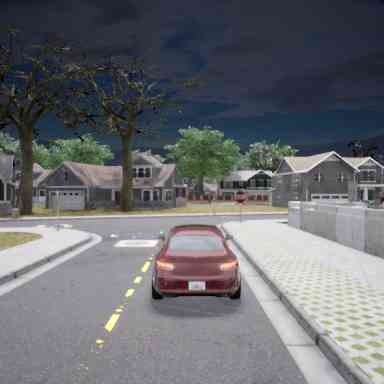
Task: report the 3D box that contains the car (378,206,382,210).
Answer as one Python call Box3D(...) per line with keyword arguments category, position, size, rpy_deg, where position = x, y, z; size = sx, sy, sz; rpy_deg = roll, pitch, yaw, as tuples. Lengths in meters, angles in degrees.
Box3D(category="car", position=(20.652, 1.642, 32.328), size=(5.357, 1.411, 2.033), rpy_deg=(0, 0, -17))

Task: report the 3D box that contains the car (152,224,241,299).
Box3D(category="car", position=(0.087, 1.527, 8.295), size=(1.812, 1.442, 4.674), rpy_deg=(0, 0, 0))
